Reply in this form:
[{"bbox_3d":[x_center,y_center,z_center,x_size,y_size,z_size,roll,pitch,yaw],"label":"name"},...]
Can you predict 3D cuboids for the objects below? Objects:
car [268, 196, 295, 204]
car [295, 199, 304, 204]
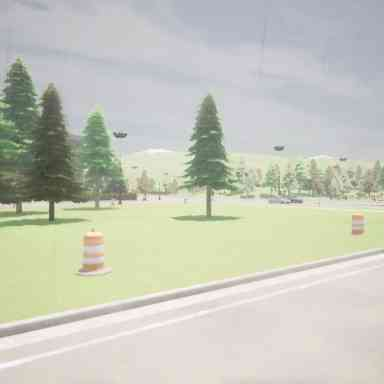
[{"bbox_3d":[16.280,1.557,62.371,1.812,1.442,4.674,0,0,-35],"label":"car"},{"bbox_3d":[19.167,1.652,64.349,1.895,1.301,4.718,0,0,-35],"label":"car"}]
